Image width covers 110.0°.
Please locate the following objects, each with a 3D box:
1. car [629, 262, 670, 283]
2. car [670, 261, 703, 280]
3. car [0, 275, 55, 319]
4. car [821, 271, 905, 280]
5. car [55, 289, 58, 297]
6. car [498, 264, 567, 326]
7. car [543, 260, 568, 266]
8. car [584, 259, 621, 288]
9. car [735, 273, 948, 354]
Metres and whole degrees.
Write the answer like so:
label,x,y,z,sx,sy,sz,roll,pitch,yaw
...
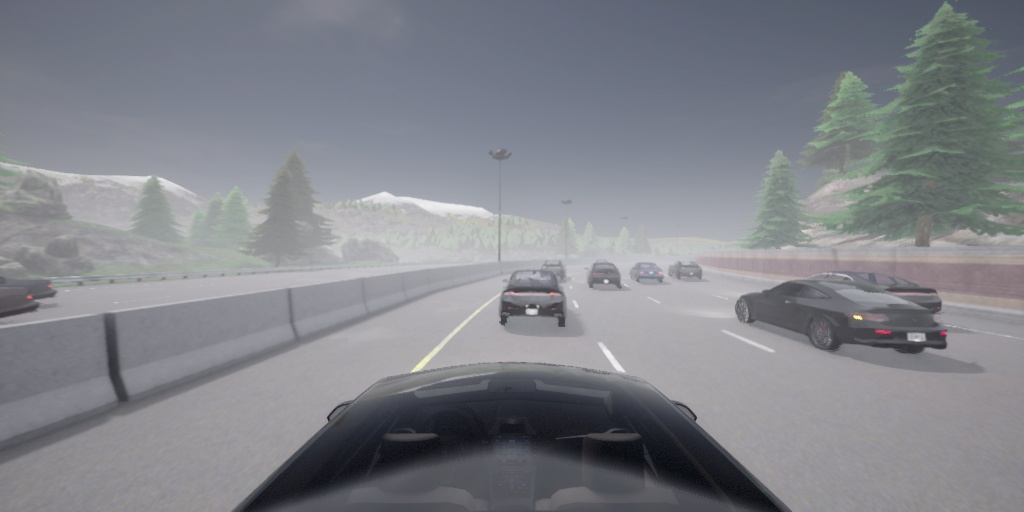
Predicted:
label,x,y,z,sx,sy,sz,roll,pitch,yaw
car,10.023,1.185,26.918,2.033,1.411,5.357,1,0,12
car,14.313,1.142,29.811,2.128,1.511,4.902,0,0,13
car,-13.857,1.145,7.289,2.033,1.411,5.357,0,0,3
car,11.304,1.252,12.185,2.128,1.511,4.902,0,0,5
car,-17.170,1.096,10.265,2.033,1.411,5.357,0,0,4
car,0.701,1.173,11.423,2.128,1.511,4.902,0,0,5
car,3.422,1.059,29.215,2.128,1.511,4.902,1,0,12
car,5.695,1.144,22.550,1.837,1.490,4.892,0,1,9
car,7.490,1.281,8.791,1.812,1.442,4.674,0,1,4
